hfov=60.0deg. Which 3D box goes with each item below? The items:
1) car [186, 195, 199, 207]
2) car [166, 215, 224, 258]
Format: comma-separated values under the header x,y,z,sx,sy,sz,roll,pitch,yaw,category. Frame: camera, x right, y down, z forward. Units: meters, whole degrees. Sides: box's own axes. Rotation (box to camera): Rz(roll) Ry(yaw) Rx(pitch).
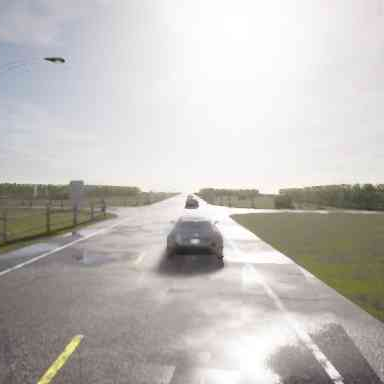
x,y,z,sx,sy,sz,roll,pitch,yaw,category
0.020,1.547,50.646,1.994,1.385,4.181,0,0,0,car
0.100,1.563,12.722,1.994,1.385,4.181,0,0,0,car
